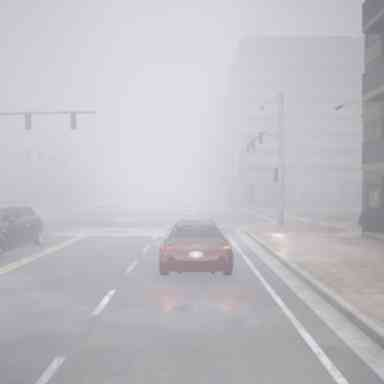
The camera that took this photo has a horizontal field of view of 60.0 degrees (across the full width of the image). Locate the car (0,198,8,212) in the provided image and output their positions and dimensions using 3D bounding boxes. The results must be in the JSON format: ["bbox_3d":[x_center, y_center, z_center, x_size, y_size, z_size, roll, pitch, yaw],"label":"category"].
[{"bbox_3d":[-21.406,1.307,34.006,4.181,1.385,1.994,0,0,1],"label":"car"}]

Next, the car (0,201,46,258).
[{"bbox_3d":[-7.016,1.263,11.627,2.097,1.767,4.553,0,1,0],"label":"car"}]

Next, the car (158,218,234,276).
[{"bbox_3d":[0.102,1.486,10.149,1.994,1.385,4.181,0,0,0],"label":"car"}]
